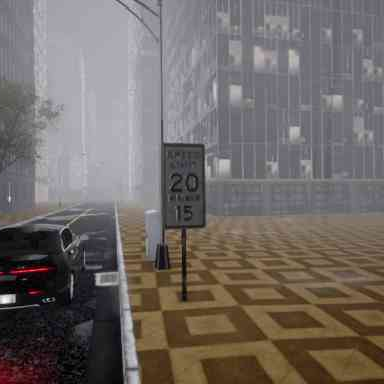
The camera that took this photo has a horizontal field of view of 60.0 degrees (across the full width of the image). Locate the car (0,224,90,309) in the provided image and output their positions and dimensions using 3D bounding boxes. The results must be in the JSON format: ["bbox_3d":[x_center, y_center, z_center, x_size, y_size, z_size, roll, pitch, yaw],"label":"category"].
[{"bbox_3d":[-3.608,1.509,7.811,1.837,1.490,4.892,-1,0,-13],"label":"car"}]
